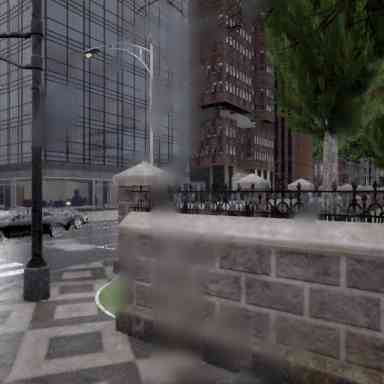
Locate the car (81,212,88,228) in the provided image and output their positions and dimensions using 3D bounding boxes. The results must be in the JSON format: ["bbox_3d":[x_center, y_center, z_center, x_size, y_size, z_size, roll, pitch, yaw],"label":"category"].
[{"bbox_3d":[-8.440,1.632,20.220,2.008,1.369,4.403,0,-1,36],"label":"car"}]

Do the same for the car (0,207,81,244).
[{"bbox_3d":[-8.227,1.550,15.956,2.128,1.511,4.902,0,0,36],"label":"car"}]
